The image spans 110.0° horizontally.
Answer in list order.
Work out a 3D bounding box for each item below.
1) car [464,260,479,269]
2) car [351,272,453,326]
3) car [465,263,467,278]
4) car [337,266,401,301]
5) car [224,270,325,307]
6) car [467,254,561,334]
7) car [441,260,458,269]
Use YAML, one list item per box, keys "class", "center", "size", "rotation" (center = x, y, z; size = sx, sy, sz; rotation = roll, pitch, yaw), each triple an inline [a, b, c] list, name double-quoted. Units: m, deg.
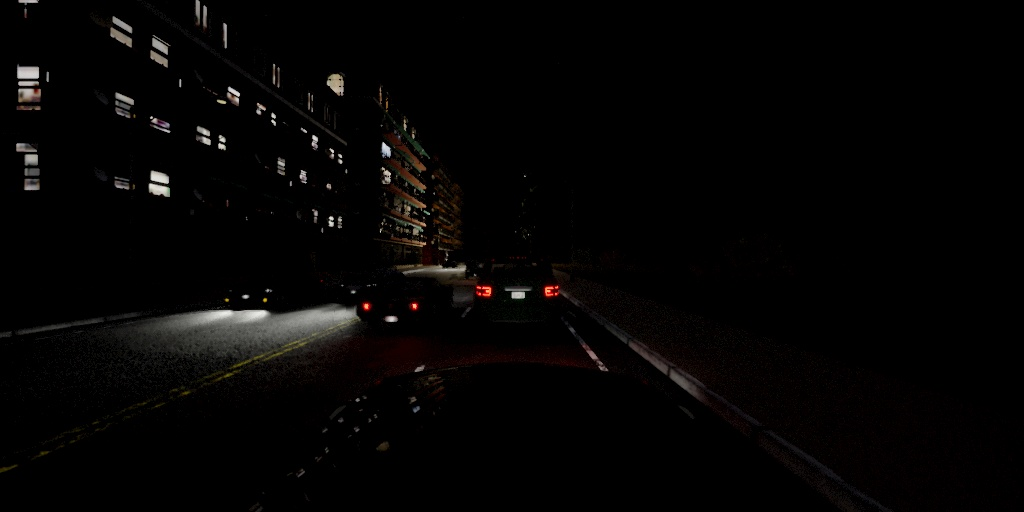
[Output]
- class: "car"
  center: [-6.584, 1.346, 58.555]
  size: [1.895, 1.301, 4.718]
  rotation: [0, 0, 0]
- class: "car"
  center: [-3.153, 1.351, 11.616]
  size: [1.895, 1.301, 4.718]
  rotation: [0, 0, 0]
- class: "car"
  center: [-3.150, 1.351, 33.439]
  size: [1.895, 1.301, 4.718]
  rotation: [0, 0, 0]
- class: "car"
  center: [-6.602, 1.242, 17.384]
  size: [2.128, 1.511, 4.902]
  rotation: [0, 0, 0]
- class: "car"
  center: [-9.852, 1.314, 15.253]
  size: [1.994, 1.385, 4.181]
  rotation: [0, 0, 0]
- class: "car"
  center: [0.101, 0.972, 10.732]
  size: [2.150, 2.045, 5.566]
  rotation: [0, 0, -1]
- class: "car"
  center: [-9.838, 1.347, 56.530]
  size: [1.895, 1.301, 4.718]
  rotation: [0, 0, 0]
